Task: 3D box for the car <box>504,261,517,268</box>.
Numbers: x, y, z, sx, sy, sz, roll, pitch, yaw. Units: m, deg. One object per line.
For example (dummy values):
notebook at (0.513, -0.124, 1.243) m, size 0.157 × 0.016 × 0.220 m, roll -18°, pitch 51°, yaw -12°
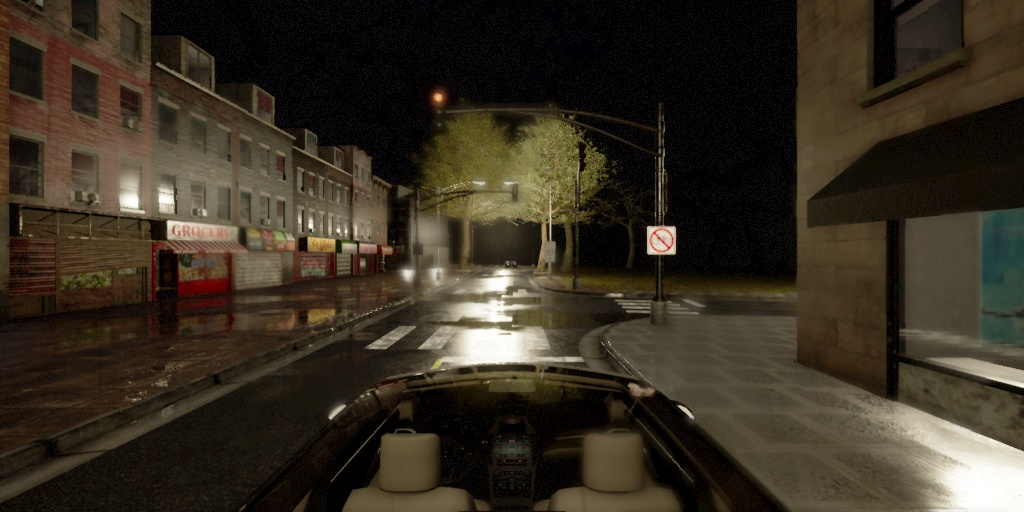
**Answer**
car at (-0.333, 1.471, 61.991) m, size 1.895 × 1.301 × 4.718 m, roll 0°, pitch 0°, yaw -7°
